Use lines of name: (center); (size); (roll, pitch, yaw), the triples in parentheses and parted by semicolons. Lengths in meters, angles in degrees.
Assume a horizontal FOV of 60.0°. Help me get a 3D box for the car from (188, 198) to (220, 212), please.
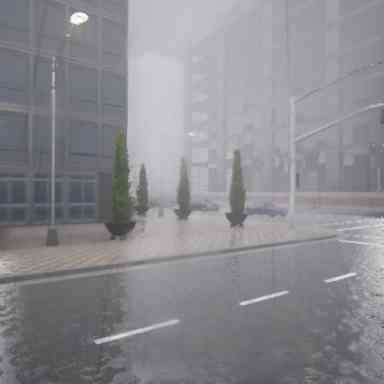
car: (1.475, 1.563, 41.753); (2.097, 1.767, 4.553); (0, 0, -36)

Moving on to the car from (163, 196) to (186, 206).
car: (-3.196, 1.607, 60.326); (2.097, 1.767, 4.553); (0, 0, -36)

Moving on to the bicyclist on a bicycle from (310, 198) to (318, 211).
bicyclist on a bicycle: (15.621, 1.585, 42.667); (1.656, 1.620, 0.582); (0, 0, -36)

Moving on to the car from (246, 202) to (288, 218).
car: (7.454, 1.737, 33.558); (1.812, 1.442, 4.674); (0, 0, -36)

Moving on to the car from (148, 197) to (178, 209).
car: (-4.578, 1.703, 50.093); (2.128, 1.511, 4.902); (0, 0, -36)

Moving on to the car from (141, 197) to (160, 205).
car: (-8.486, 1.759, 67.505); (1.837, 1.490, 4.892); (0, 0, -36)

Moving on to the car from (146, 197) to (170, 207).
car: (-6.025, 1.725, 58.265); (2.128, 1.511, 4.902); (0, 0, -36)

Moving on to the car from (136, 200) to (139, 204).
car: (-11.317, 1.797, 65.446); (1.994, 1.385, 4.181); (0, 0, -36)
